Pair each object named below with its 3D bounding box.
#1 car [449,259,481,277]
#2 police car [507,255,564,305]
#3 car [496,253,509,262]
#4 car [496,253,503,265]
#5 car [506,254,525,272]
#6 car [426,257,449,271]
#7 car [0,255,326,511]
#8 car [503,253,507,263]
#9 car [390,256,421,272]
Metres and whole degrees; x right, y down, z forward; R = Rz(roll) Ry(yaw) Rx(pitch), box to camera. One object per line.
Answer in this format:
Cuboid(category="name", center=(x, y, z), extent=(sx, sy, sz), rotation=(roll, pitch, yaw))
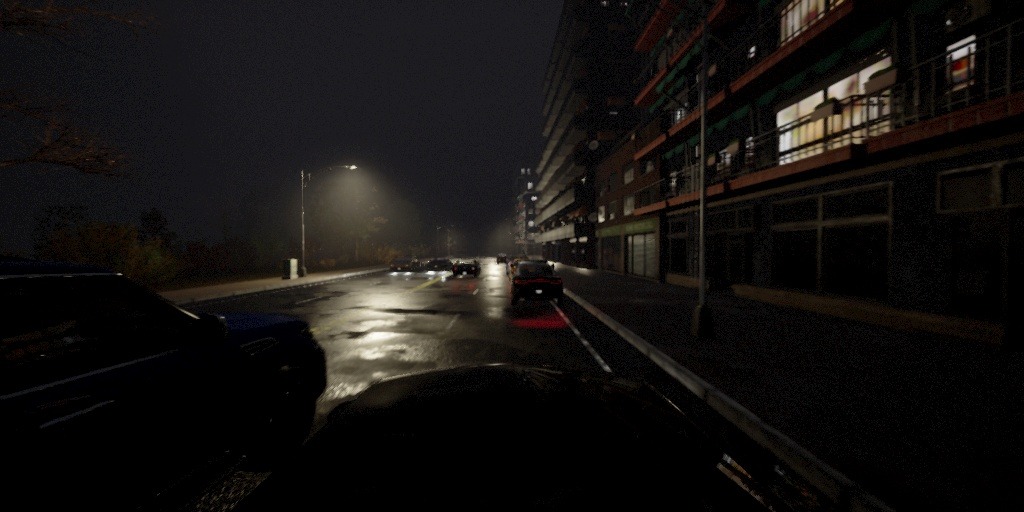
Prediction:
Cuboid(category="car", center=(-3.505, 0.910, 28.287), extent=(1.895, 1.301, 4.718), rotation=(0, 1, -1))
Cuboid(category="police car", center=(0.885, 0.956, 14.736), extent=(1.930, 1.638, 5.238), rotation=(0, 1, -1))
Cuboid(category="car", center=(-1.758, 0.245, 62.857), extent=(2.128, 1.511, 4.902), rotation=(0, 1, -3))
Cuboid(category="car", center=(-1.164, 0.537, 51.306), extent=(1.895, 1.301, 4.718), rotation=(0, 1, -2))
Cuboid(category="car", center=(0.705, 0.818, 24.867), extent=(1.801, 1.575, 5.366), rotation=(0, 1, -1))
Cuboid(category="car", center=(-7.155, 0.759, 35.472), extent=(1.994, 1.385, 4.181), rotation=(0, 1, -2))
Cuboid(category="car", center=(-3.150, 0.976, 1.640), extent=(2.150, 2.045, 5.566), rotation=(0, 1, 0))
Cuboid(category="car", center=(0.560, 0.619, 30.675), extent=(2.097, 1.767, 4.553), rotation=(0, 1, -2))
Cuboid(category="car", center=(-10.401, 0.745, 35.450), extent=(2.033, 1.411, 5.357), rotation=(0, 1, -2))
